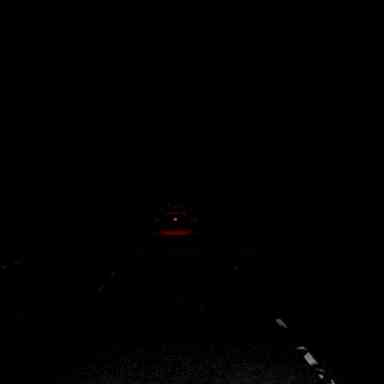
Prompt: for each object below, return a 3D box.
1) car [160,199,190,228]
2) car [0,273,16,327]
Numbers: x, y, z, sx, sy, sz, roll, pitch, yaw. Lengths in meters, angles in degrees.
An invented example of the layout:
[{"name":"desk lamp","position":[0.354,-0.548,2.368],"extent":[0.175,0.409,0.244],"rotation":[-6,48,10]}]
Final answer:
[{"name":"car","position":[-1.160,1.513,22.855],"extent":[1.882,1.535,5.008],"rotation":[-1,0,-3]},{"name":"car","position":[-3.605,1.595,2.971],"extent":[2.033,1.411,5.357],"rotation":[-1,0,-3]}]
